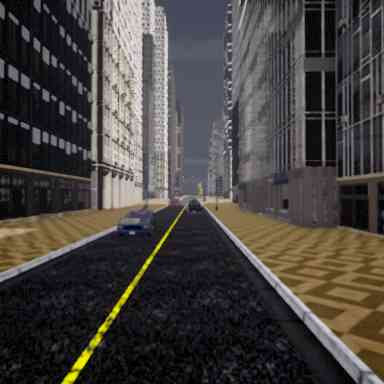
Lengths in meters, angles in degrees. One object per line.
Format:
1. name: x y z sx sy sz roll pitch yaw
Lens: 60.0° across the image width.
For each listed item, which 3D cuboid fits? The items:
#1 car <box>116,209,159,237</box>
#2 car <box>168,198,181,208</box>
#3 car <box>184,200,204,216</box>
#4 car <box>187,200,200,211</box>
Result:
1. car: -3.030 1.719 19.562 2.033 1.411 5.357 0 -1 0
2. car: -2.888 1.839 56.316 2.097 1.767 4.553 0 0 0
3. car: 0.222 1.810 36.357 2.128 1.511 4.902 0 0 0
4. car: 0.261 1.925 48.238 1.837 1.490 4.892 0 0 0
